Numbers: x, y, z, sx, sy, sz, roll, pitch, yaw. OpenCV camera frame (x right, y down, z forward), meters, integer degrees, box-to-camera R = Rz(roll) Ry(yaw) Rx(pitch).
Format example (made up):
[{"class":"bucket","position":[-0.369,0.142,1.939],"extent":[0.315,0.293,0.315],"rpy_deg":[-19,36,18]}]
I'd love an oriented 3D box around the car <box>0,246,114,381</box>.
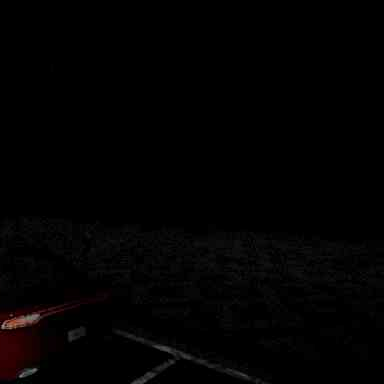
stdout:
[{"class":"car","position":[-3.180,1.538,5.231],"extent":[4.507,1.381,1.887],"rpy_deg":[0,0,36]}]
